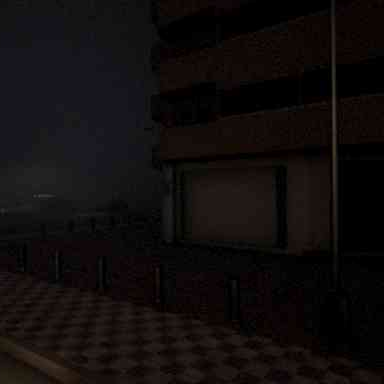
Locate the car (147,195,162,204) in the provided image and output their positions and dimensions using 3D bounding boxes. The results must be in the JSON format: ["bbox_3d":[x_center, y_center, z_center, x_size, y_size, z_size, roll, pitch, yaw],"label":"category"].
[{"bbox_3d":[-6.685,1.561,69.919,1.932,1.855,4.605,-1,0,35],"label":"car"}]

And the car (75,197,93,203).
[{"bbox_3d":[-27.427,2.001,84.597,1.970,1.475,3.806,-1,0,35],"label":"car"}]

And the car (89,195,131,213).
[{"bbox_3d":[-9.833,1.652,41.109,2.097,1.767,4.553,-1,0,35],"label":"car"}]

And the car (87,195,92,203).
[{"bbox_3d":[-25.070,1.739,82.920,1.905,1.878,3.866,-1,0,35],"label":"car"}]

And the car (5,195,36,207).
[{"bbox_3d":[-35.158,1.738,68.595,1.932,1.855,4.605,-1,0,35],"label":"car"}]

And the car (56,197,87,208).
[{"bbox_3d":[-21.301,1.848,58.922,1.970,1.475,3.806,-1,0,35],"label":"car"}]

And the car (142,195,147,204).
[{"bbox_3d":[-9.018,1.586,71.632,1.905,1.878,3.866,-1,0,35],"label":"car"}]

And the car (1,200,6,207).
[{"bbox_3d":[-37.486,1.971,70.317,1.784,1.438,3.905,-1,0,35],"label":"car"}]
